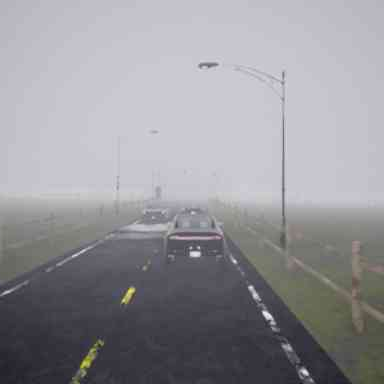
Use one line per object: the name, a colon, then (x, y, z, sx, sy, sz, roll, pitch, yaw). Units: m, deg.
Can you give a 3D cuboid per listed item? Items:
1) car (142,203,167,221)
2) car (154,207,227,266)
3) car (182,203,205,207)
car: (-2.851, 1.596, 26.851, 1.895, 1.301, 4.718, 0, 0, 0)
car: (0.094, 1.488, 11.518, 2.128, 1.511, 4.902, 0, 0, 0)
car: (0.094, 1.559, 27.399, 1.994, 1.385, 4.181, 0, 0, 0)
